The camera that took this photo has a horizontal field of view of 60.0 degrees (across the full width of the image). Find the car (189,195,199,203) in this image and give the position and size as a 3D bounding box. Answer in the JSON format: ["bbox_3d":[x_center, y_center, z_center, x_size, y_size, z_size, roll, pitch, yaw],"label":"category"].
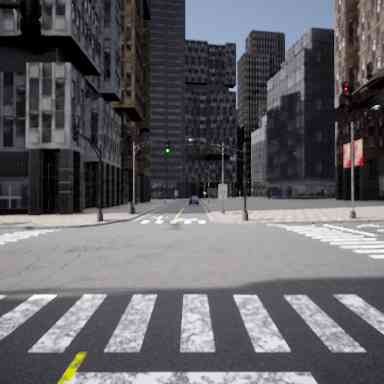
[{"bbox_3d":[0.481,1.569,73.262,2.097,1.767,4.553,0,0,1],"label":"car"}]

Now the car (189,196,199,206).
[{"bbox_3d":[0.373,1.756,62.837,1.882,1.535,5.008,0,0,1],"label":"car"}]
